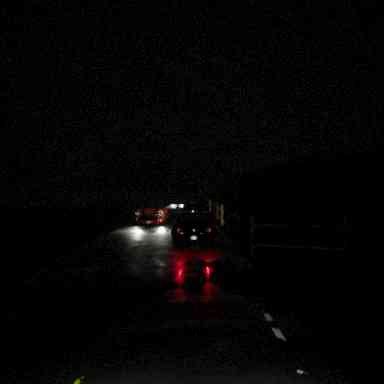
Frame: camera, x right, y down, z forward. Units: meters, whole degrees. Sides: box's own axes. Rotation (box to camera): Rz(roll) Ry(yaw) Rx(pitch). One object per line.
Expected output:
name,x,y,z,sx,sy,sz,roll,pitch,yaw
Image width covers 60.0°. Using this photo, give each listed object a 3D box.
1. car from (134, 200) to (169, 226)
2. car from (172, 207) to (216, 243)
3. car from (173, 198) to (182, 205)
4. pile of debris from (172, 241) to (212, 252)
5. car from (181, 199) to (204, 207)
car,-2.849,1.402,24.029,2.097,1.767,4.553,0,0,0
car,0.082,1.631,16.133,1.895,1.301,4.718,0,0,0
car,-2.775,1.833,65.533,1.895,1.301,4.718,0,0,0
pile of debris,0.000,2.200,13.470,1.500,0.140,1.860,0,0,0
car,0.099,1.584,33.441,1.837,1.490,4.892,0,0,0
